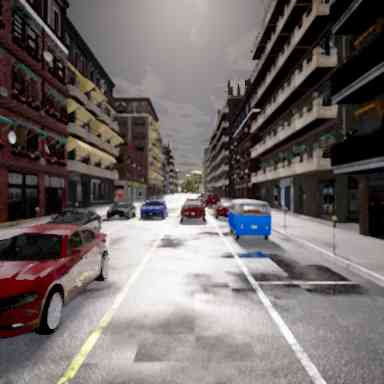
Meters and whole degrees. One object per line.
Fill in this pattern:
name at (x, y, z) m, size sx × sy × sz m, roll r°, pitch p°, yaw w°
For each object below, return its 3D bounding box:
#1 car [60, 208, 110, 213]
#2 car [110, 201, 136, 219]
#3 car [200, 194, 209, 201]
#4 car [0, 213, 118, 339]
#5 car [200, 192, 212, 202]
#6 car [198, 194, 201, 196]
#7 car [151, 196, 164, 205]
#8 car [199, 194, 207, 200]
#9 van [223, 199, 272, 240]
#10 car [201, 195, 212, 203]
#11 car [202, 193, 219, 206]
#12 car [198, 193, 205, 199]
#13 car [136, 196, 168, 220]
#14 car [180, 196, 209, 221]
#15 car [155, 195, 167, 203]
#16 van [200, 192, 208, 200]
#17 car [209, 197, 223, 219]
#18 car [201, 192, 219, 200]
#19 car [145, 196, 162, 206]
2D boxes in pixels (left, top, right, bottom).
car at (-5.682, 1.495, 16.280) m, size 1.947 × 1.339 × 4.313 m, roll 1°, pitch 0°, yaw 0°
car at (-5.684, 1.446, 27.422) m, size 1.947 × 1.339 × 4.313 m, roll 1°, pitch 0°, yaw 0°
car at (2.690, 1.232, 71.952) m, size 1.887 × 1.381 × 4.507 m, roll 1°, pitch 0°, yaw 0°
car at (-3.090, 1.447, 6.886) m, size 1.882 × 1.535 × 5.008 m, roll 0°, pitch 0°, yaw 0°
car at (2.694, 1.026, 66.380) m, size 2.192 × 1.841 × 5.009 m, roll 1°, pitch 0°, yaw 0°
car at (0.090, 1.288, 46.705) m, size 2.128 × 1.511 × 4.902 m, roll 0°, pitch 0°, yaw 0°
car at (-5.688, 1.341, 55.277) m, size 1.802 × 1.307 × 4.206 m, roll 1°, pitch 0°, yaw 0°
car at (2.688, 1.191, 83.094) m, size 2.008 × 1.369 × 4.403 m, roll 1°, pitch 0°, yaw 0°
van at (2.701, 1.269, 16.241) m, size 1.690 × 1.788 × 3.998 m, roll 1°, pitch 0°, yaw 0°
car at (2.692, 1.260, 60.979) m, size 1.752 × 1.417 × 4.829 m, roll 1°, pitch 0°, yaw 0°
car at (2.696, 1.098, 49.666) m, size 2.192 × 1.841 × 5.009 m, roll 1°, pitch 0°, yaw 0°
car at (2.687, 1.117, 94.406) m, size 1.752 × 1.417 × 4.829 m, roll 1°, pitch 0°, yaw 0°
car at (-3.063, 1.357, 27.427) m, size 1.882 × 1.535 × 5.008 m, roll 0°, pitch 0°, yaw 0°
car at (0.082, 1.362, 26.081) m, size 1.882 × 1.535 × 5.008 m, roll 0°, pitch 1°, yaw 0°
car at (-5.689, 1.318, 60.848) m, size 1.802 × 1.307 × 4.206 m, roll 1°, pitch 0°, yaw 0°
van at (2.692, 1.005, 77.521) m, size 1.690 × 1.788 × 3.998 m, roll 1°, pitch 0°, yaw 0°
car at (2.697, 1.424, 27.383) m, size 1.887 × 1.381 × 4.507 m, roll 1°, pitch 0°, yaw 0°
car at (2.697, 1.122, 44.095) m, size 2.192 × 1.841 × 5.009 m, roll 1°, pitch 0°, yaw 0°
car at (-5.687, 1.328, 49.706) m, size 1.887 × 1.381 × 4.507 m, roll 1°, pitch 0°, yaw 0°
